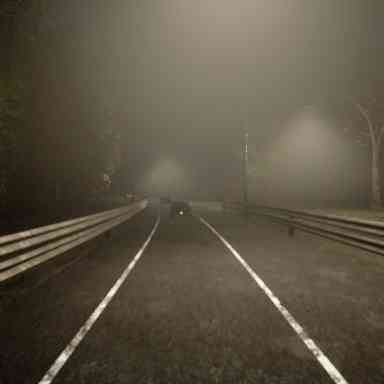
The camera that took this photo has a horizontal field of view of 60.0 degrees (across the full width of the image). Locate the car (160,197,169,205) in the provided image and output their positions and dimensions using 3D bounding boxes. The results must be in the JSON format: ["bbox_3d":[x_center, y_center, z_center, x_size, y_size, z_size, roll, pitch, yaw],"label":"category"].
[{"bbox_3d":[-4.858,1.570,61.589,2.033,1.411,5.357,0,0,-11],"label":"car"}]

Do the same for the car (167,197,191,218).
[{"bbox_3d":[-1.129,1.516,30.771,1.837,1.490,4.892,0,0,-5],"label":"car"}]
